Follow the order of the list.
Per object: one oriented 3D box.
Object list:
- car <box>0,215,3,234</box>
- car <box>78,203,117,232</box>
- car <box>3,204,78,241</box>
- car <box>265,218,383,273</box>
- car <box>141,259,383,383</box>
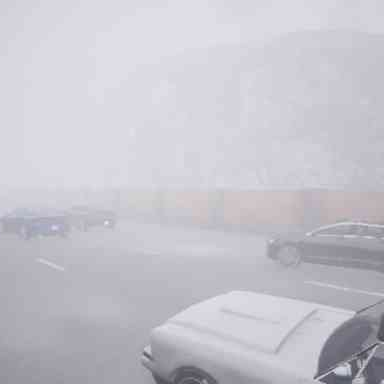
[{"bbox_3d":[-9.343,1.386,12.862,4.902,1.511,2.128,1,0,44],"label":"car"},{"bbox_3d":[-6.359,1.410,19.749,4.892,1.490,1.837,1,0,45],"label":"car"},{"bbox_3d":[-7.723,1.378,16.174,5.008,1.535,1.882,1,0,44],"label":"car"},{"bbox_3d":[4.557,1.510,9.555,4.902,1.511,2.128,0,0,38],"label":"car"},{"bbox_3d":[1.813,1.612,2.812,4.718,1.301,1.895,1,0,36],"label":"car"}]
